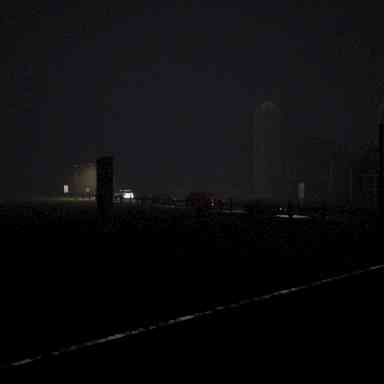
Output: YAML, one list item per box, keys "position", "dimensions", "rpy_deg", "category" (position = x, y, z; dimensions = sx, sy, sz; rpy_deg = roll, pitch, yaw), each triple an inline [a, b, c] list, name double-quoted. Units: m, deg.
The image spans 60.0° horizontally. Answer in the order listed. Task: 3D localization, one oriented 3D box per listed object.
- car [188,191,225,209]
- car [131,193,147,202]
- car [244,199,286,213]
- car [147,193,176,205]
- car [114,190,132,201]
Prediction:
- position: [1.606, 0.940, 40.037]
  dimensions: [2.150, 2.045, 5.566]
  rpy_deg: [-1, 1, -36]
  category: "car"
- position: [-8.274, 0.987, 58.686]
  dimensions: [2.128, 1.511, 4.902]
  rpy_deg: [-1, 1, -35]
  category: "car"
- position: [7.073, 1.370, 32.446]
  dimensions: [1.994, 1.385, 4.181]
  rpy_deg: [-1, 1, -36]
  category: "car"
- position: [-4.161, 0.976, 48.096]
  dimensions: [2.097, 1.767, 4.553]
  rpy_deg: [-1, 1, -35]
  category: "car"
- position: [-13.600, 0.627, 66.046]
  dimensions: [2.150, 2.045, 5.566]
  rpy_deg: [-1, 1, -36]
  category: "car"
